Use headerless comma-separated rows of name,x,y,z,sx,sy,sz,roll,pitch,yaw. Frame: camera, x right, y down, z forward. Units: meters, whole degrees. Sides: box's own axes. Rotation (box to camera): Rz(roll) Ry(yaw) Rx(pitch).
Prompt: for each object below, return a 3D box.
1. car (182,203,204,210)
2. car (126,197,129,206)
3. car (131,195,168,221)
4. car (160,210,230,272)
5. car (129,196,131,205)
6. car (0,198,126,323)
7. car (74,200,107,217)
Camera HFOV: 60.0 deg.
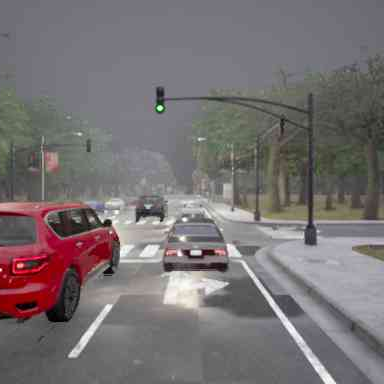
car,0.086,1.592,29.037,1.895,1.301,4.718,0,0,0
car,-9.857,1.516,42.765,1.812,1.442,4.674,0,0,0
car,-3.164,1.213,26.761,2.150,2.045,5.566,0,0,0
car,0.087,1.543,10.709,2.033,1.411,5.357,0,0,0
car,-9.801,1.497,53.014,1.837,1.490,4.892,0,0,0
car,-3.150,1.218,7.306,2.150,2.045,5.566,0,0,0
car,-9.859,1.516,32.671,1.812,1.442,4.674,0,0,0
